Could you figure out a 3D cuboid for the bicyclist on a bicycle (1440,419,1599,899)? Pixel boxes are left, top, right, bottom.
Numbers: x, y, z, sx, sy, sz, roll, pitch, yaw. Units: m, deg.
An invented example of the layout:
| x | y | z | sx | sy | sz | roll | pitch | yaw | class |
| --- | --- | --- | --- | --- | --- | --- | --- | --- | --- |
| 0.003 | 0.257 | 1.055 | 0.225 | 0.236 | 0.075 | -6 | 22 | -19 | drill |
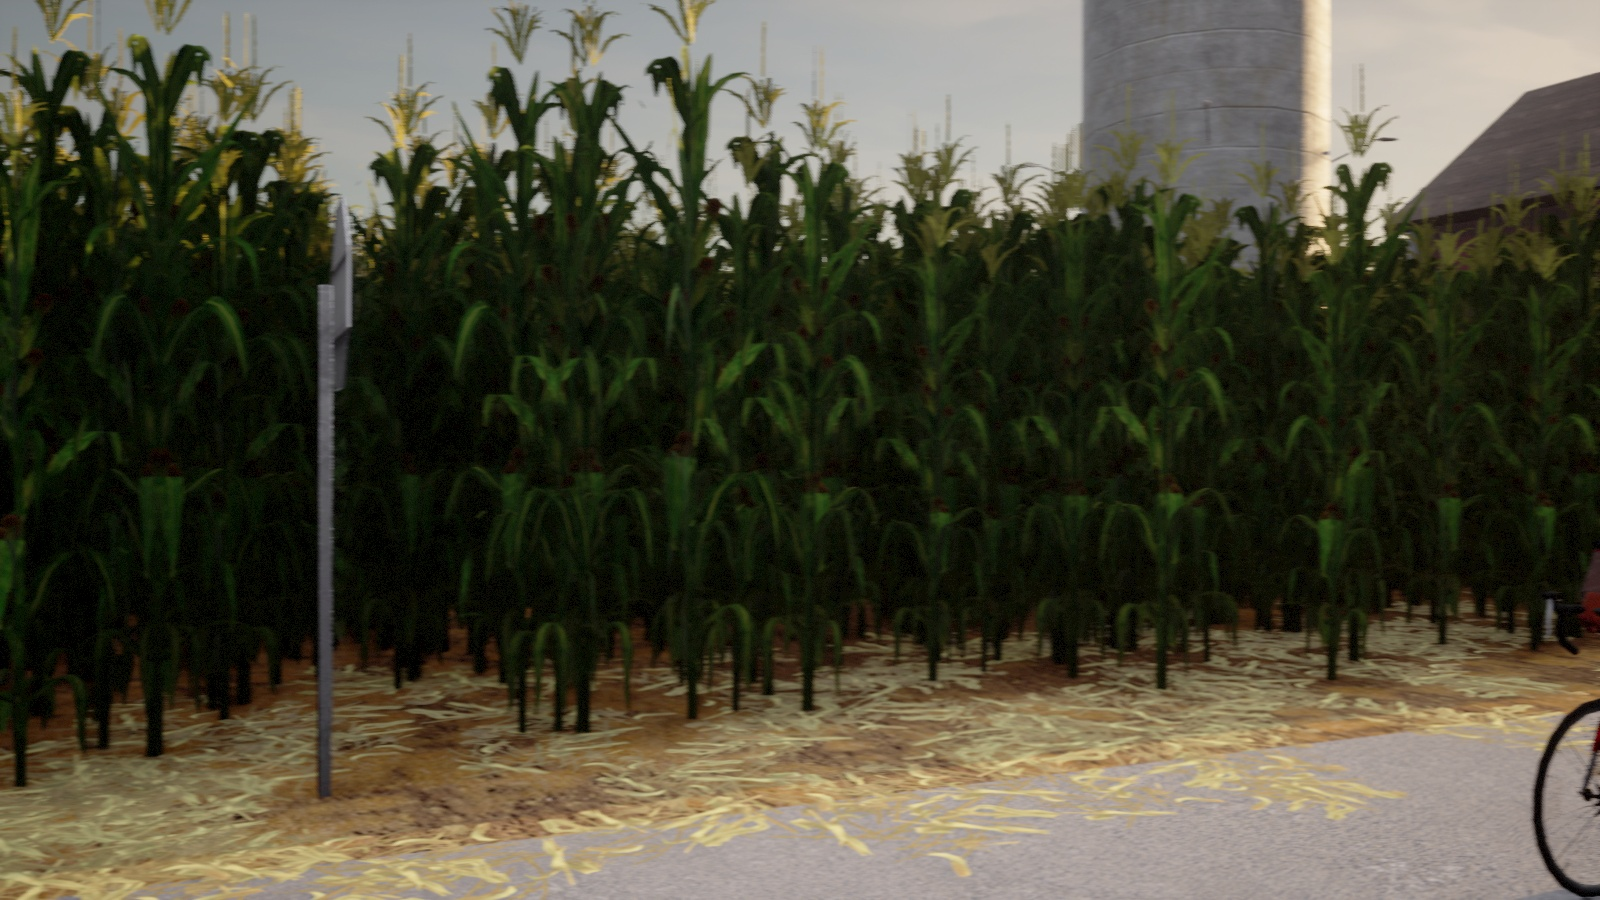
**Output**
| x | y | z | sx | sy | sz | roll | pitch | yaw | class |
| --- | --- | --- | --- | --- | --- | --- | --- | --- | --- |
| 3.111 | 0.710 | 4.463 | 1.656 | 1.620 | 0.582 | 0 | 0 | -25 | bicyclist on a bicycle |
